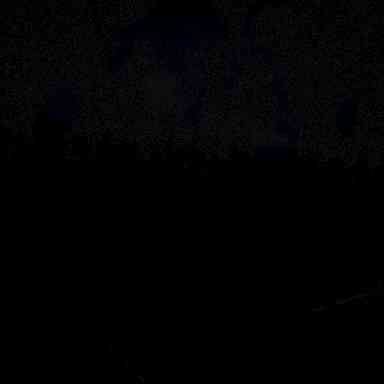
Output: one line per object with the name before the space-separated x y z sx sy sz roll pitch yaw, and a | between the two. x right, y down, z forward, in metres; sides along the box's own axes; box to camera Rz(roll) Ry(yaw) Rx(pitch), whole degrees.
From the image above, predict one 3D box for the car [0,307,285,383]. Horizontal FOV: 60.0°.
car | -1.696 1.601 1.839 4.718 1.301 1.895 0 0 -35
